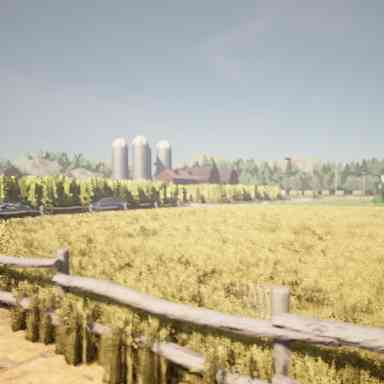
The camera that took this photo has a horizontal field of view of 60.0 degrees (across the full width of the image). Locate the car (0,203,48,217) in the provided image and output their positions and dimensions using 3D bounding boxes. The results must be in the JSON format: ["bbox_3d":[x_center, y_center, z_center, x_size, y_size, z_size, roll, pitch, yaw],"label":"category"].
[{"bbox_3d":[-12.661,1.508,23.602,2.128,1.511,4.902,0,0,36],"label":"car"}]

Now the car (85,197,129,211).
[{"bbox_3d":[-8.801,1.369,34.615,2.097,1.767,4.553,0,0,35],"label":"car"}]
